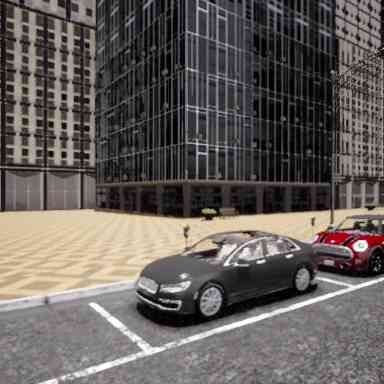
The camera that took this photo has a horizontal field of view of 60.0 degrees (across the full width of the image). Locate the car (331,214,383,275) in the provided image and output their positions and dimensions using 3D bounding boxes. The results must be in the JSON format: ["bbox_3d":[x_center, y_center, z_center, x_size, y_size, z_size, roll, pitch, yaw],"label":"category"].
[{"bbox_3d":[5.456,1.450,10.450,4.097,1.590,1.967,0,0,-35],"label":"car"}]

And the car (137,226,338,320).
[{"bbox_3d":[0.951,1.555,7.237,4.403,1.369,2.008,0,0,-35],"label":"car"}]
